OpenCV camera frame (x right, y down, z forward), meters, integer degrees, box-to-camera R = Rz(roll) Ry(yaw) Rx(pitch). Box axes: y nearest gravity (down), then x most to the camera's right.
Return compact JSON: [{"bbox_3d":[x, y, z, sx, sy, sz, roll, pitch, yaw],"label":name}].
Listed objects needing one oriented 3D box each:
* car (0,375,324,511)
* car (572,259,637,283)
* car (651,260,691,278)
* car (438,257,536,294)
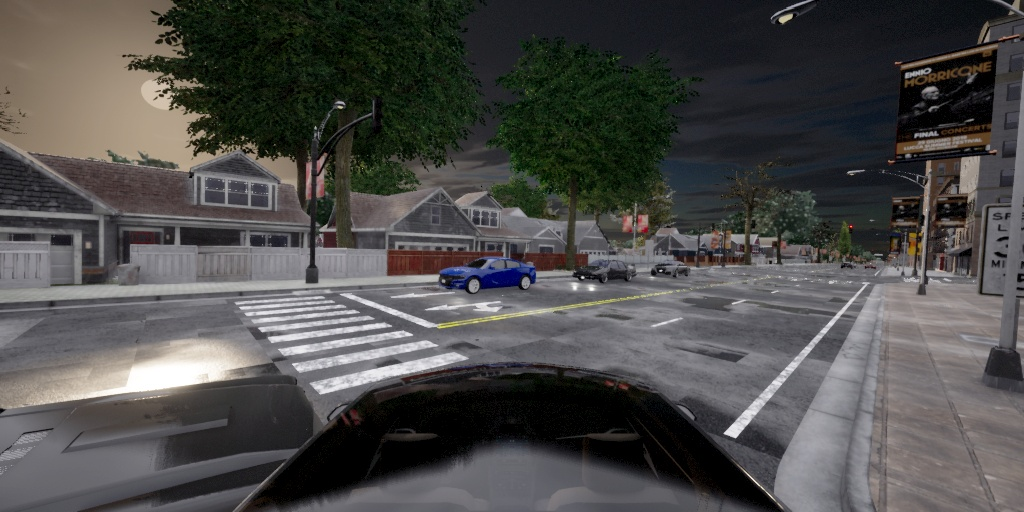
[{"bbox_3d":[-3.316,1.277,1.382,4.718,1.301,1.895,1,2,-34],"label":"car"},{"bbox_3d":[6.200,0.929,23.421,5.357,1.411,2.033,1,2,-44],"label":"car"},{"bbox_3d":[13.446,1.022,30.292,4.181,1.385,1.994,1,2,-44],"label":"car"},{"bbox_3d":[-1.013,0.787,16.551,5.008,1.535,1.882,1,2,-44],"label":"car"}]
